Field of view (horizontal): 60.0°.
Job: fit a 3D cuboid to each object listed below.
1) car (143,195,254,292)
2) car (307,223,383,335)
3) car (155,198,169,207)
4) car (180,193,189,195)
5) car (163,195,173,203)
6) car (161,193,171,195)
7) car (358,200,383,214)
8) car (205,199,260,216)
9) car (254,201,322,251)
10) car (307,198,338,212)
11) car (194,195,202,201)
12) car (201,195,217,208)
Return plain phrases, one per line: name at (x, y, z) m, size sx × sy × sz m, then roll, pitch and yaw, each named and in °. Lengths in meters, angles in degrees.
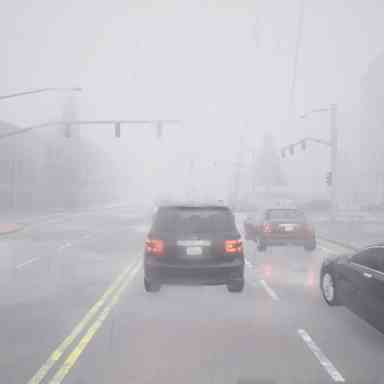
car at (0.051, 1.221, 9.035) m, size 2.150 × 2.045 × 5.566 m, roll 0°, pitch 0°, yaw 0°
car at (3.606, 1.505, 5.133) m, size 1.837 × 1.490 × 4.892 m, roll 0°, pitch 0°, yaw 0°
car at (-4.717, 1.601, 52.206) m, size 1.895 × 1.301 × 4.718 m, roll 0°, pitch 0°, yaw -1°
car at (-1.814, 1.496, 80.269) m, size 1.837 × 1.490 × 4.892 m, roll 0°, pitch 0°, yaw -1°
car at (-5.123, 1.477, 72.378) m, size 1.882 × 1.535 × 5.008 m, roll 0°, pitch 0°, yaw -1°
car at (-4.924, 1.222, 62.215) m, size 2.150 × 2.045 × 5.566 m, roll 0°, pitch 0°, yaw 0°
car at (19.618, 1.526, 34.237) m, size 4.674 × 1.442 × 1.812 m, roll 0°, pitch 0°, yaw -2°
car at (3.923, 1.493, 32.325) m, size 4.902 × 1.511 × 2.128 m, roll 0°, pitch 0°, yaw -21°
car at (3.531, 1.352, 14.214) m, size 2.097 × 1.767 × 4.553 m, roll 0°, pitch 0°, yaw 0°
car at (13.884, 1.505, 37.601) m, size 4.892 × 1.490 × 1.837 m, roll 0°, pitch 0°, yaw -2°
car at (1.567, 1.552, 85.185) m, size 1.994 × 1.385 × 4.181 m, roll 0°, pitch 0°, yaw -1°
car at (2.433, 1.352, 49.918) m, size 2.097 × 1.767 × 4.553 m, roll 0°, pitch 0°, yaw -1°
